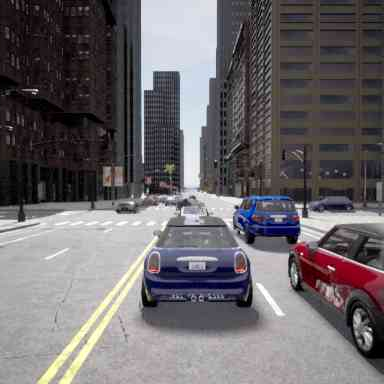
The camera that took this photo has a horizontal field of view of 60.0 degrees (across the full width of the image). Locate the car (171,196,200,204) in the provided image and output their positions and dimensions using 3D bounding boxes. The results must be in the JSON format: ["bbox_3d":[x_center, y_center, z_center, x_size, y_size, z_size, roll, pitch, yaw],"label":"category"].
[{"bbox_3d":[-0.162,1.498,38.702,1.812,1.442,4.674,-1,0,-32],"label":"car"}]

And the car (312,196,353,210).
[{"bbox_3d":[16.670,1.324,39.608,4.097,1.590,1.967,0,1,0],"label":"car"}]

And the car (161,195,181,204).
[{"bbox_3d":[-3.357,1.512,53.213,2.033,1.411,5.357,0,0,0],"label":"car"}]

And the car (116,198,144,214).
[{"bbox_3d":[-6.607,1.538,34.724,1.994,1.385,4.181,0,0,0],"label":"car"}]

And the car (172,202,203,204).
[{"bbox_3d":[0.089,1.480,17.048,2.128,1.511,4.902,0,0,0],"label":"car"}]

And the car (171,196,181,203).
[{"bbox_3d":[-3.265,1.560,69.460,1.895,1.301,4.718,0,0,0],"label":"car"}]

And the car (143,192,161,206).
[{"bbox_3d":[-6.605,1.317,52.783,2.097,1.767,4.553,0,0,0],"label":"car"}]

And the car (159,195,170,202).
[{"bbox_3d":[-6.518,1.483,78.395,2.128,1.511,4.902,0,0,0],"label":"car"}]

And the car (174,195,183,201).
[{"bbox_3d":[-3.268,1.507,81.794,1.994,1.385,4.181,0,0,0],"label":"car"}]

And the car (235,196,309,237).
[{"bbox_3d":[3.349,1.211,15.863,2.150,2.045,5.566,0,0,-2],"label":"car"}]

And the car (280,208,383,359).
[{"bbox_3d":[3.344,1.349,6.152,2.097,1.767,4.553,0,0,0],"label":"car"}]

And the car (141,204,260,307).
[{"bbox_3d":[0.094,1.348,8.111,2.097,1.767,4.553,0,0,0],"label":"car"}]

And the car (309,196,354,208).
[{"bbox_3d":[15.345,1.278,36.907,4.553,1.767,2.097,0,1,-1],"label":"car"}]

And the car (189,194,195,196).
[{"bbox_3d":[-0.020,1.458,92.264,1.837,1.490,4.892,0,0,0],"label":"car"}]
